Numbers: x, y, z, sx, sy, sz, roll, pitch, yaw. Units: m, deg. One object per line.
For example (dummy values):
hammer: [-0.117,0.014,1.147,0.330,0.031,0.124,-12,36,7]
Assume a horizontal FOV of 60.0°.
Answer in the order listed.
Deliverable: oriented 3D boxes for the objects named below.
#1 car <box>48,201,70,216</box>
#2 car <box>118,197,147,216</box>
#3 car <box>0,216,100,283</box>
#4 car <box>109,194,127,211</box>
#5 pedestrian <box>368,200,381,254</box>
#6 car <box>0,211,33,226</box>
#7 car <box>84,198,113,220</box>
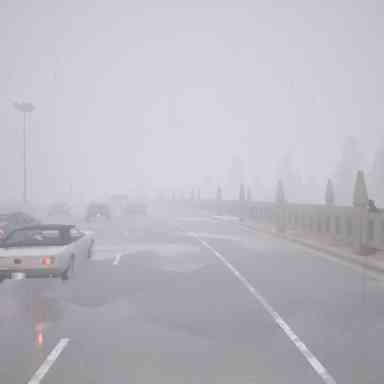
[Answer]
car: [-13.309,1.609,33.270,2.033,1.411,5.357,0,0,-21]
car: [-5.743,1.514,32.708,1.882,1.535,5.008,0,0,-18]
car: [-4.140,1.606,9.725,1.895,1.301,4.718,0,0,-6]
car: [-9.551,1.284,42.471,2.150,2.045,5.566,0,0,-25]
pedestrian: [6.039,1.138,11.165,0.375,1.860,0.375,-1,1,-7]
car: [-8.393,1.563,15.137,2.033,1.411,5.357,0,0,-10]
car: [-7.936,1.541,28.078,1.837,1.490,4.892,0,0,-17]
